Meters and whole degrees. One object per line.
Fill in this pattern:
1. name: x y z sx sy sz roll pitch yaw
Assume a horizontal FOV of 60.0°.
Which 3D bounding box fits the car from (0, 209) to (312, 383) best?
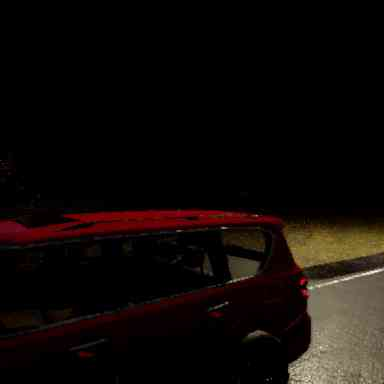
1. car: -1.202 1.230 3.135 5.566 2.045 2.150 1 -1 -36
